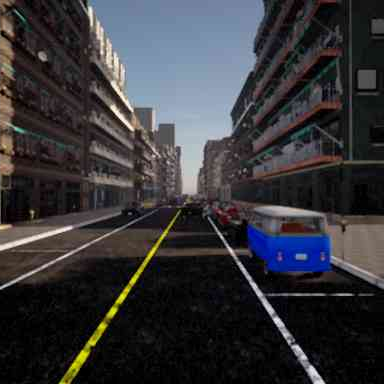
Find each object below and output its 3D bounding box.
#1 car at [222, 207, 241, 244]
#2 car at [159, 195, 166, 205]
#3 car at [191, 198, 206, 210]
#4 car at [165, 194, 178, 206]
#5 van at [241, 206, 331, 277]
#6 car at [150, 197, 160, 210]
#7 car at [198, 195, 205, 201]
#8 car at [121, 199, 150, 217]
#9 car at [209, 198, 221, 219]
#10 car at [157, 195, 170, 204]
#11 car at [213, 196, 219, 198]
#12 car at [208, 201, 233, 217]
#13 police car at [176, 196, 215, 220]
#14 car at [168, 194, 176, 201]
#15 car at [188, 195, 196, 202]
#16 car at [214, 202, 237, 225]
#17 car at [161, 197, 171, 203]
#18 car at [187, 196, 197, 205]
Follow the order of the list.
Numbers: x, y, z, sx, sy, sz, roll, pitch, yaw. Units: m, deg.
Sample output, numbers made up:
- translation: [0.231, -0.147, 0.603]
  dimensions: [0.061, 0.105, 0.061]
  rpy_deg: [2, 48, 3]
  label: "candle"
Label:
- translation: [2.696, 1.602, 15.685]
  dimensions: [1.947, 1.339, 4.313]
  rpy_deg: [0, 0, 0]
  label: "car"
- translation: [-5.671, 1.566, 60.783]
  dimensions: [1.967, 1.590, 4.097]
  rpy_deg: [0, 0, 0]
  label: "car"
- translation: [0.836, 1.623, 45.084]
  dimensions: [1.812, 1.442, 4.674]
  rpy_deg: [0, 0, 0]
  label: "car"
- translation: [-3.044, 1.623, 57.066]
  dimensions: [1.837, 1.490, 4.892]
  rpy_deg: [0, 0, 0]
  label: "car"
- translation: [2.695, 1.365, 10.049]
  dimensions: [1.690, 1.788, 3.998]
  rpy_deg: [0, 0, 0]
  label: "van"
- translation: [-5.676, 1.619, 43.703]
  dimensions: [1.752, 1.417, 4.829]
  rpy_deg: [0, 0, 0]
  label: "car"
- translation: [2.720, 1.709, 94.765]
  dimensions: [1.752, 1.417, 4.829]
  rpy_deg: [0, 0, 0]
  label: "car"
- translation: [-5.680, 1.638, 32.599]
  dimensions: [1.947, 1.339, 4.313]
  rpy_deg: [0, 0, 0]
  label: "car"
- translation: [2.700, 1.501, 26.958]
  dimensions: [1.967, 1.590, 4.097]
  rpy_deg: [0, 0, 0]
  label: "car"
- translation: [-5.668, 1.451, 66.420]
  dimensions: [2.192, 1.841, 5.009]
  rpy_deg: [0, 0, 0]
  label: "car"
- translation: [2.706, 1.409, 43.867]
  dimensions: [2.192, 1.841, 5.009]
  rpy_deg: [0, 0, 0]
  label: "car"
- translation: [2.702, 1.623, 32.594]
  dimensions: [2.008, 1.369, 4.403]
  rpy_deg: [0, 0, 0]
  label: "car"
- translation: [0.397, 1.487, 29.429]
  dimensions: [1.930, 1.638, 5.238]
  rpy_deg: [-1, 0, 13]
  label: "police car"
- translation: [-5.660, 1.499, 94.602]
  dimensions: [2.192, 1.841, 5.009]
  rpy_deg: [0, 0, 0]
  label: "car"
- translation: [0.023, 1.511, 80.471]
  dimensions: [1.882, 1.535, 5.008]
  rpy_deg: [0, 0, 0]
  label: "car"
- translation: [2.698, 1.593, 21.321]
  dimensions: [1.887, 1.381, 4.507]
  rpy_deg: [0, 0, 0]
  label: "car"
- translation: [-5.668, 1.728, 72.056]
  dimensions: [1.802, 1.307, 4.206]
  rpy_deg: [0, 0, 0]
  label: "car"
- translation: [0.019, 1.612, 65.470]
  dimensions: [1.882, 1.535, 5.008]
  rpy_deg: [0, 0, 0]
  label: "car"
